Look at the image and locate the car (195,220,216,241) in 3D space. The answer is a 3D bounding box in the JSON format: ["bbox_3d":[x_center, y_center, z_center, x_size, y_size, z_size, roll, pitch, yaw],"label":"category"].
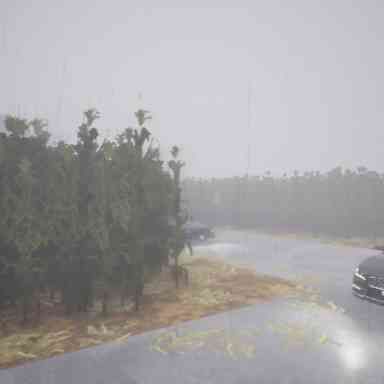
[{"bbox_3d":[-1.066,1.735,17.458,2.033,1.411,5.357,1,-1,-36],"label":"car"}]

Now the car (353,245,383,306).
[{"bbox_3d":[5.517,1.645,7.415,4.892,1.490,1.837,2,0,-35],"label":"car"}]
